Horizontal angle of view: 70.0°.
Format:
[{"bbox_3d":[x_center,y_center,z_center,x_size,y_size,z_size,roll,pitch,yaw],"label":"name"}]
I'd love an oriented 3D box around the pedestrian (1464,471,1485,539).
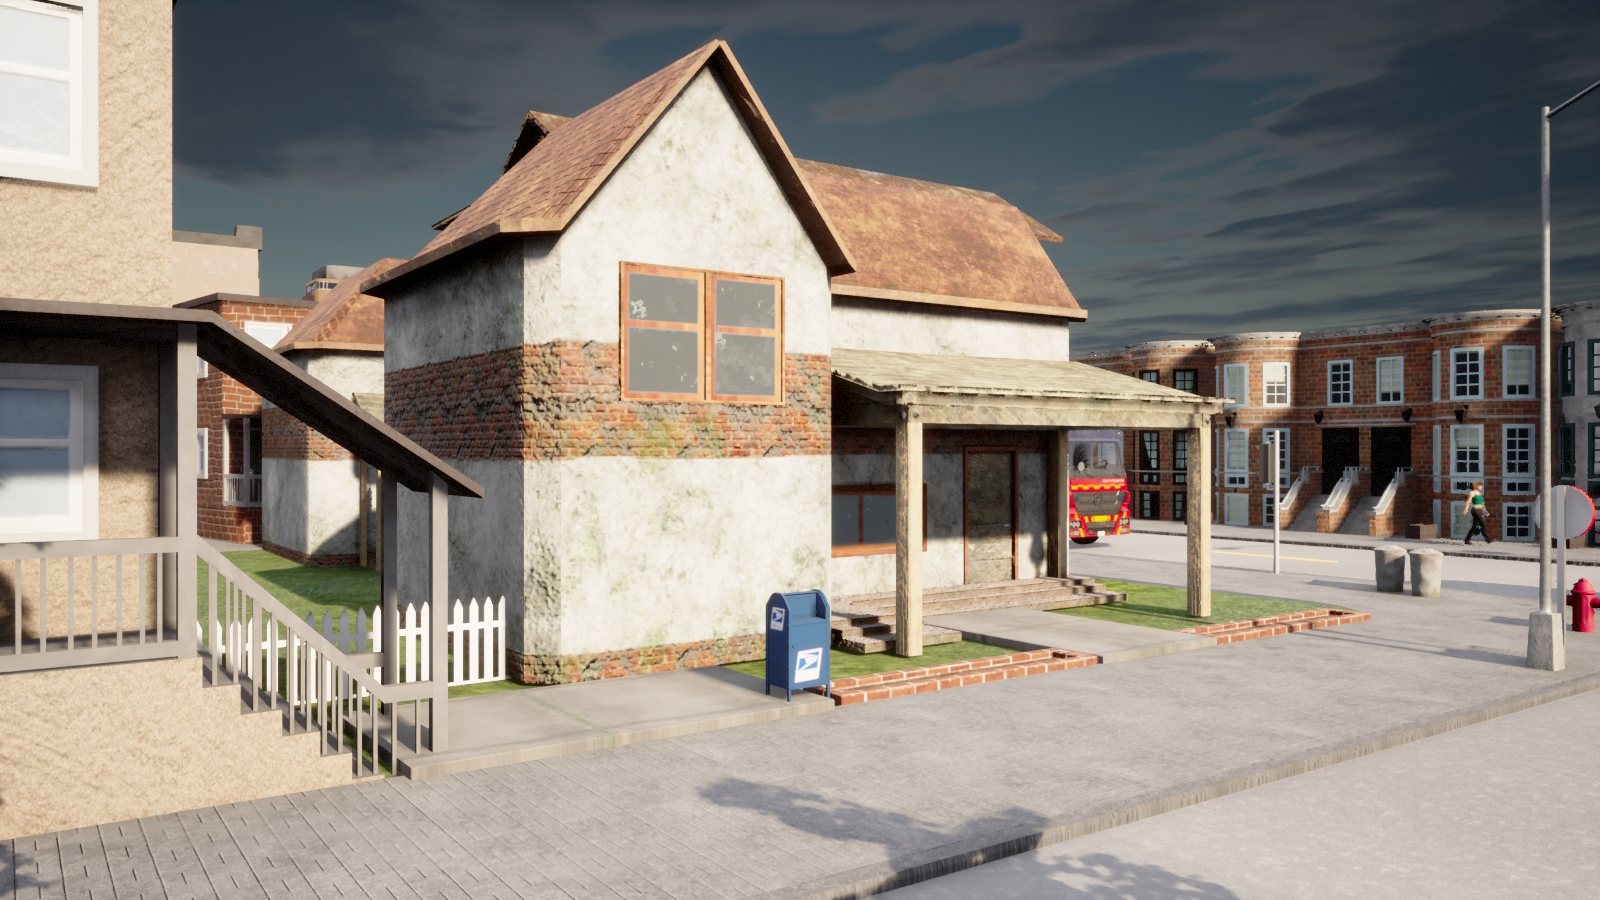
[{"bbox_3d":[18.734,1.511,31.737,0.375,1.860,0.375,0,0,-28],"label":"pedestrian"}]
